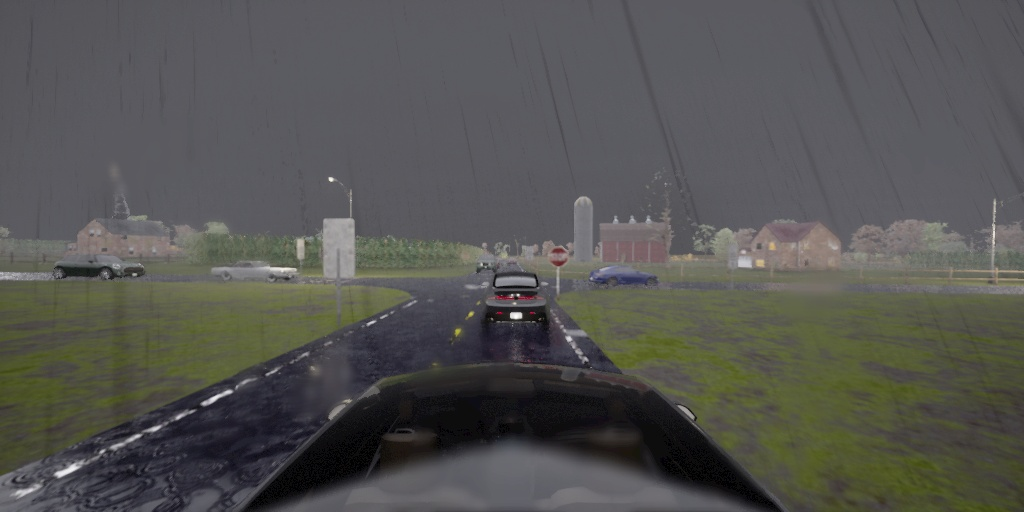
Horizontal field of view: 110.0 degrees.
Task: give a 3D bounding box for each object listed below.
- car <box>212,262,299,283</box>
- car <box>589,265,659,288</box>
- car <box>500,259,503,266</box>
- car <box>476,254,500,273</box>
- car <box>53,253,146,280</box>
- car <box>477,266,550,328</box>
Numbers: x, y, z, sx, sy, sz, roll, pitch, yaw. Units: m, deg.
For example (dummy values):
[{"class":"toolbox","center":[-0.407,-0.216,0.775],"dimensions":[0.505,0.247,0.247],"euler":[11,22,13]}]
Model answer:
[{"class":"car","center":[-17.188,1.054,24.226],"dimensions":[4.718,1.301,1.895],"euler":[1,1,0]},{"class":"car","center":[7.485,1.337,24.075],"dimensions":[4.674,1.442,1.812],"euler":[1,0,-13]},{"class":"car","center":[-2.816,1.059,54.105],"dimensions":[1.882,1.535,5.008],"euler":[0,0,0]},{"class":"car","center":[-2.840,0.838,41.091],"dimensions":[2.150,2.045,5.566],"euler":[0,0,0]},{"class":"car","center":[-27.691,0.650,24.188],"dimensions":[4.553,1.767,2.097],"euler":[1,1,0]},{"class":"car","center":[0.101,1.217,11.219],"dimensions":[1.837,1.490,4.892],"euler":[0,0,0]}]
